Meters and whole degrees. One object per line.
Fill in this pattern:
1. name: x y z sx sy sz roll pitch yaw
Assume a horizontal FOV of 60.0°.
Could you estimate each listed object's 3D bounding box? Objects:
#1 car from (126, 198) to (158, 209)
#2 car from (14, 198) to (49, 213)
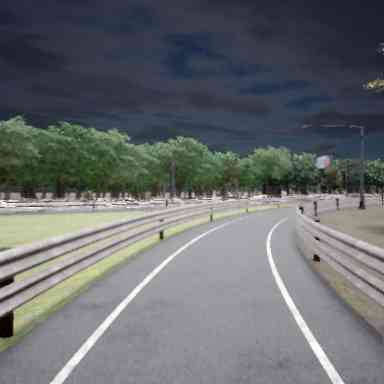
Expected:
1. car: -7.607 1.733 50.931 4.902 1.511 2.128 -1 0 -32
2. car: -20.360 1.633 42.815 4.553 1.767 2.097 0 0 -32
